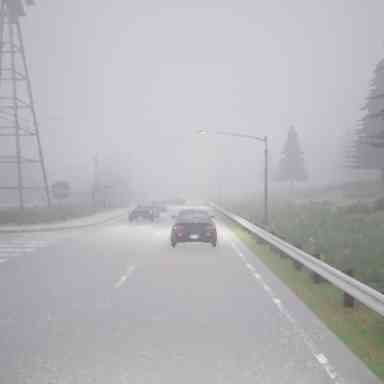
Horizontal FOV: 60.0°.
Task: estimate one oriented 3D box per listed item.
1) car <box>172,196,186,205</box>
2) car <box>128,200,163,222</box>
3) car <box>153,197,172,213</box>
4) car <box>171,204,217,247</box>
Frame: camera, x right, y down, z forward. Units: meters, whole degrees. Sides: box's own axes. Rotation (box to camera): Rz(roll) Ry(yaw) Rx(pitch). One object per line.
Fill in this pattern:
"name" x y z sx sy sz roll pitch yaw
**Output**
"car" -2.975 1.432 55.797 4.181 1.385 1.994 0 0 45
"car" -3.670 1.539 26.150 1.895 1.301 4.718 0 0 1
"car" -3.616 1.462 36.147 2.033 1.411 5.357 0 0 0
"car" 0.074 1.490 14.748 1.812 1.442 4.674 0 0 0
